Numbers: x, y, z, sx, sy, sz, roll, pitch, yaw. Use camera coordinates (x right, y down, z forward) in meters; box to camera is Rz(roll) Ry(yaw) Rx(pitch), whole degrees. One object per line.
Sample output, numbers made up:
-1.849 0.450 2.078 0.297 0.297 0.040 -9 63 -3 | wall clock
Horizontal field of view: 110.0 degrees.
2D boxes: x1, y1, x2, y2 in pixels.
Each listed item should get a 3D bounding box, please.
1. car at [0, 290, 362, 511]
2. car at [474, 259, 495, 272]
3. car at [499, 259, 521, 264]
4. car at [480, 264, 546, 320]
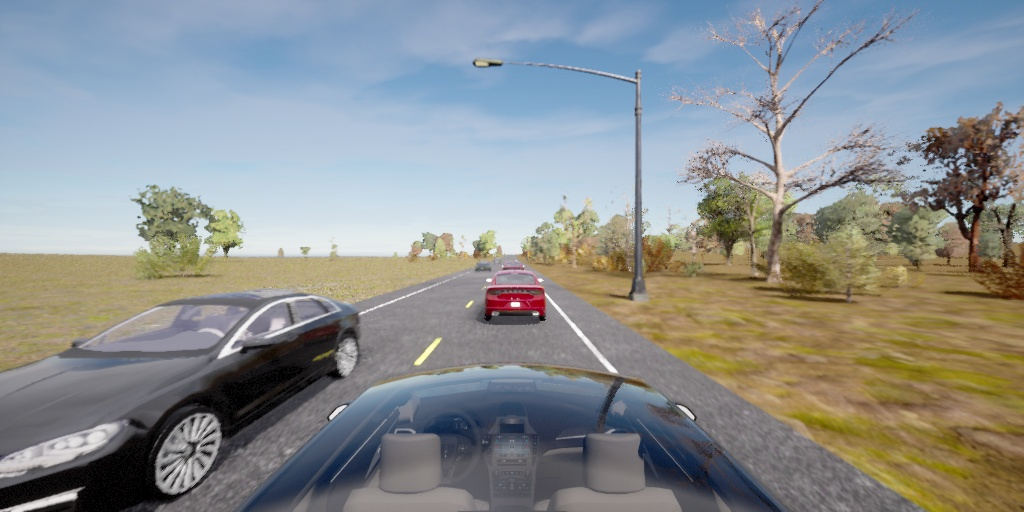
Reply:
-3.601 1.242 4.495 2.128 1.511 4.902 0 0 0 | car
-3.587 1.300 45.266 1.994 1.385 4.181 0 0 0 | car
0.098 1.225 31.050 1.882 1.535 5.008 0 0 0 | car
0.099 1.228 12.676 1.882 1.535 5.008 0 0 0 | car
